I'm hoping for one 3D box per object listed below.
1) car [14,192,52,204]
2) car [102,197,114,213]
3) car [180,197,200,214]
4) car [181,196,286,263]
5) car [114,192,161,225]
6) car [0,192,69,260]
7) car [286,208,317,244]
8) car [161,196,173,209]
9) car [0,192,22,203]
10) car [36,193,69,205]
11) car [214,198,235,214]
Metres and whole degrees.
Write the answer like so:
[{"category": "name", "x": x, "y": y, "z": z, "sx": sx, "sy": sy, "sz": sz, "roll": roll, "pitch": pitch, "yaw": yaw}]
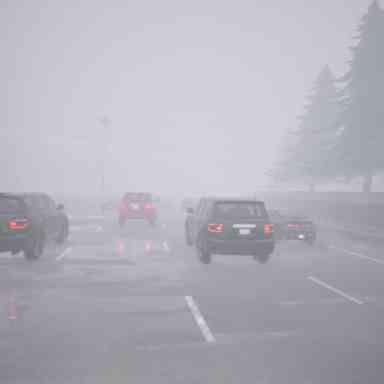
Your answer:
[{"category": "car", "x": -20.811, "y": 0.761, "z": 43.892, "sx": 2.033, "sy": 1.411, "sz": 5.357, "roll": 1, "pitch": 0, "yaw": 5}, {"category": "car", "x": -7.170, "y": 1.158, "z": 31.389, "sx": 1.812, "sy": 1.442, "sz": 4.674, "roll": 1, "pitch": 0, "yaw": 0}, {"category": "car", "x": -0.131, "y": 1.297, "z": 34.533, "sx": 1.837, "sy": 1.490, "sz": 4.892, "roll": 1, "pitch": 0, "yaw": 1}, {"category": "car", "x": 1.098, "y": 1.177, "z": 11.976, "sx": 2.150, "sy": 2.045, "sz": 5.566, "roll": 1, "pitch": 0, "yaw": -8}, {"category": "car", "x": -3.428, "y": 1.001, "z": 21.994, "sx": 2.150, "sy": 2.045, "sz": 5.566, "roll": 1, "pitch": 0, "yaw": -3}, {"category": "car", "x": -5.887, "y": 1.003, "z": 11.461, "sx": 2.150, "sy": 2.045, "sz": 5.566, "roll": 1, "pitch": 0, "yaw": -8}, {"category": "car", "x": 4.141, "y": 1.515, "z": 15.875, "sx": 1.837, "sy": 1.490, "sz": 4.892, "roll": 1, "pitch": 0, "yaw": -7}, {"category": "car", "x": -3.382, "y": 1.226, "z": 39.901, "sx": 2.033, "sy": 1.411, "sz": 5.357, "roll": 1, "pitch": 0, "yaw": 4}, {"category": "car", "x": -24.375, "y": 0.728, "z": 43.192, "sx": 1.895, "sy": 1.301, "sz": 4.718, "roll": 1, "pitch": 0, "yaw": 5}, {"category": "car", "x": -17.448, "y": 0.835, "z": 41.893, "sx": 1.812, "sy": 1.442, "sz": 4.674, "roll": 1, "pitch": 0, "yaw": 4}, {"category": "car", "x": 3.389, "y": 1.402, "z": 35.316, "sx": 1.812, "sy": 1.442, "sz": 4.674, "roll": 1, "pitch": 0, "yaw": 2}]
